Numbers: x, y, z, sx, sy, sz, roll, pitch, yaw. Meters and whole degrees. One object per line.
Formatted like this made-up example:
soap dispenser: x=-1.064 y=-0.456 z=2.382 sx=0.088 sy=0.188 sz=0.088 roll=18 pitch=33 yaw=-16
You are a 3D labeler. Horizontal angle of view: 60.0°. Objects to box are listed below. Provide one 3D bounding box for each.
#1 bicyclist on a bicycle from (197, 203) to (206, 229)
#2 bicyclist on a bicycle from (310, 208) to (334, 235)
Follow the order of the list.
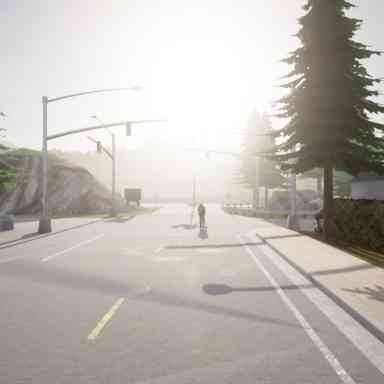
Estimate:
bicyclist on a bicycle: x=0.610 y=1.501 z=20.531 sx=0.582 sy=1.620 sz=1.656 roll=0 pitch=-6 yaw=-7
bicyclist on a bicycle: x=6.676 y=1.456 z=16.917 sx=1.656 sy=1.620 sz=0.582 roll=3 pitch=2 yaw=-24
